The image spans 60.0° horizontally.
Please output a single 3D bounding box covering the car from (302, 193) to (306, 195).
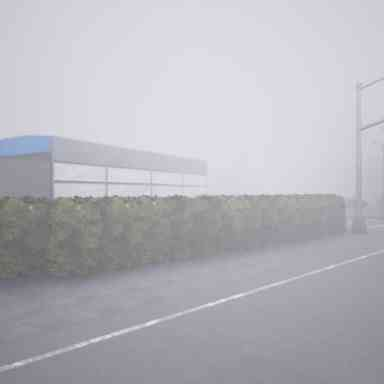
[{"bbox_3d":[24.829,1.071,72.721,3.866,1.878,1.905,0,0,-41],"label":"car"}]

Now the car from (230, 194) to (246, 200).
[{"bbox_3d":[12.092,1.226,87.107,3.806,1.475,1.970,0,0,-41],"label":"car"}]

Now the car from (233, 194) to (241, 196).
[{"bbox_3d":[8.820,1.294,63.597,4.514,1.523,2.007,0,0,-41],"label":"car"}]

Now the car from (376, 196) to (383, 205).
[{"bbox_3d":[31.434,1.379,54.012,3.806,1.475,1.970,0,0,-41],"label":"car"}]

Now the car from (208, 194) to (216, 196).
[{"bbox_3d":[4.355,1.293,85.307,4.514,1.523,2.007,0,0,-41],"label":"car"}]

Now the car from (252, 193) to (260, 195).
[{"bbox_3d":[16.510,1.148,82.442,5.027,1.636,2.152,0,0,-41],"label":"car"}]

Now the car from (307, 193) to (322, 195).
[{"bbox_3d":[27.032,1.092,70.782,4.605,1.855,1.932,0,0,-41],"label":"car"}]

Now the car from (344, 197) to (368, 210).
[{"bbox_3d":[19.236,1.336,39.639,4.514,1.523,2.007,0,0,-41],"label":"car"}]
